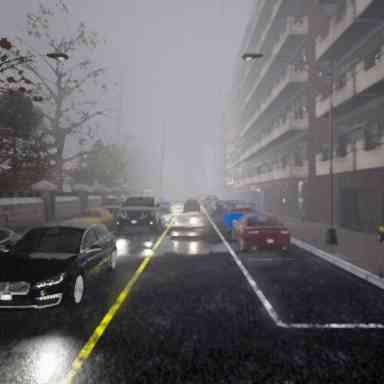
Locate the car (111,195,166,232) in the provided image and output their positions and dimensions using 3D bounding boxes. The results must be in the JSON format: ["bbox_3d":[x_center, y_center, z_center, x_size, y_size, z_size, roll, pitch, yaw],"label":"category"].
[{"bbox_3d":[-3.098,1.243,20.492,2.150,2.045,5.566,0,0,0],"label":"car"}]

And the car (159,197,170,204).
[{"bbox_3d":[-5.688,1.668,69.980,2.008,1.369,4.403,0,0,0],"label":"car"}]

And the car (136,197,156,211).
[{"bbox_3d":[-5.688,1.494,41.831,1.967,1.590,4.097,0,0,0],"label":"car"}]

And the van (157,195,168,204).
[{"bbox_3d":[-5.688,1.443,64.350,1.690,1.788,3.998,0,0,0],"label":"van"}]

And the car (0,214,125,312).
[{"bbox_3d":[-3.097,1.512,7.989,1.837,1.490,4.892,0,0,0],"label":"car"}]

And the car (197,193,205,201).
[{"bbox_3d":[2.394,1.411,91.351,2.150,2.045,5.566,0,0,0],"label":"car"}]

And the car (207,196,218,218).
[{"bbox_3d":[2.693,1.474,30.570,1.967,1.590,4.097,0,0,0],"label":"car"}]

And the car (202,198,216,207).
[{"bbox_3d":[2.692,1.626,53.091,2.008,1.369,4.403,0,0,0],"label":"car"}]

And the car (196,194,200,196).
[{"bbox_3d":[0.015,1.544,48.645,1.882,1.535,5.008,0,0,0],"label":"car"}]

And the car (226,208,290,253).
[{"bbox_3d":[2.692,1.557,13.679,1.887,1.381,4.507,0,0,0],"label":"car"}]

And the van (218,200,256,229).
[{"bbox_3d":[2.693,1.359,19.310,1.690,1.788,3.998,0,0,0],"label":"van"}]

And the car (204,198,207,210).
[{"bbox_3d":[2.692,1.594,36.200,2.008,1.369,4.403,0,0,0],"label":"car"}]

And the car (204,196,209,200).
[{"bbox_3d":[2.692,1.598,41.830,1.887,1.381,4.507,0,0,0],"label":"car"}]

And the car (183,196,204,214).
[{"bbox_3d":[0.000,1.522,36.765,1.882,1.535,5.008,0,0,0],"label":"car"}]

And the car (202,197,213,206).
[{"bbox_3d":[2.692,1.632,58.721,1.887,1.381,4.507,0,0,0],"label":"car"}]

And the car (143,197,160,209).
[{"bbox_3d":[-5.687,1.505,47.460,1.967,1.590,4.097,0,0,0],"label":"car"}]

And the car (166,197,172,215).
[{"bbox_3d":[-3.067,1.589,34.723,2.033,1.411,5.357,0,0,0],"label":"car"}]

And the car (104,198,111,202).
[{"bbox_3d":[-5.688,1.342,24.940,2.192,1.841,5.009,0,0,0],"label":"car"}]

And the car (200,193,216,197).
[{"bbox_3d":[2.693,1.379,47.460,2.192,1.841,5.009,0,0,0],"label":"car"}]

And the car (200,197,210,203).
[{"bbox_3d":[2.692,1.699,69.981,1.802,1.307,4.206,0,0,0],"label":"car"}]

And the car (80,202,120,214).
[{"bbox_3d":[-5.687,1.544,19.140,1.752,1.417,4.829,0,0,0],"label":"car"}]
